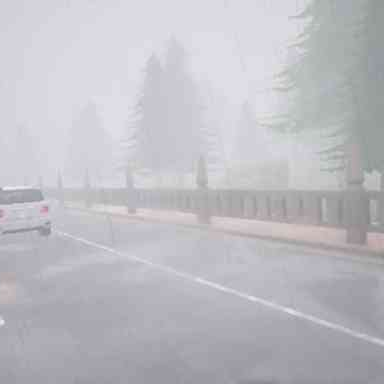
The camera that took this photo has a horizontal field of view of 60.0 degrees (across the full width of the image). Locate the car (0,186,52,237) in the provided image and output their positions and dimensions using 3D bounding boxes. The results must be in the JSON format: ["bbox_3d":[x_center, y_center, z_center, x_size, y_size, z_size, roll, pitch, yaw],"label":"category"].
[{"bbox_3d":[-7.583,0.790,13.757,2.150,2.045,5.566,-5,4,-39],"label":"car"}]
